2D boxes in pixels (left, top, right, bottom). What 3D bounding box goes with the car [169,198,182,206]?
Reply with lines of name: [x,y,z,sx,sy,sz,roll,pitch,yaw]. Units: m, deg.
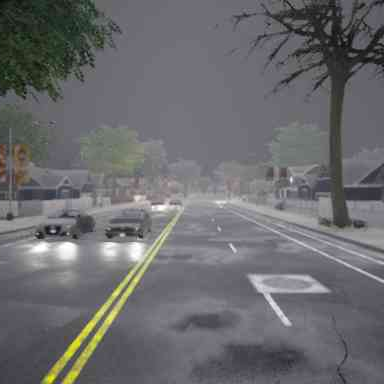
car: [-2.871,1.819,58.914,1.994,1.385,4.181,0,0,2]

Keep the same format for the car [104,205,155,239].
car: [-3.250,1.642,18.172,2.033,1.411,5.357,0,0,0]

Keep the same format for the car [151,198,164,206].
car: [-6.105,1.818,59.554,1.994,1.385,4.181,0,0,2]

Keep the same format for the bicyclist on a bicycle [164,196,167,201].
bicyclist on a bicycle: [-6.663,1.745,83.457,0.866,1.612,1.509,0,0,-13]

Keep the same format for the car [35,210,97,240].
car: [-6.503,1.653,17.542,1.994,1.385,4.181,0,0,0]
